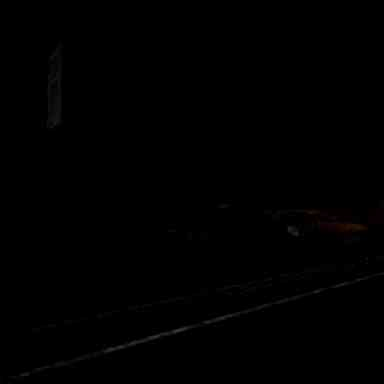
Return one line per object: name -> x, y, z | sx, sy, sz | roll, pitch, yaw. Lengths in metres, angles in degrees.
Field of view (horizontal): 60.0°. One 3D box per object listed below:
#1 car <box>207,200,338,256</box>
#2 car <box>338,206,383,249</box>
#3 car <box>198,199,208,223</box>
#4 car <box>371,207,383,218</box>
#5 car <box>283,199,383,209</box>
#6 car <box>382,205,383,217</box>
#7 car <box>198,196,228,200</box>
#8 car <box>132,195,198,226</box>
car -> 3.002, 1.357, 13.346 | 2.185, 1.767, 4.553 | 1, -1, -36
car -> 5.470, 1.544, 15.109 | 2.097, 1.535, 5.008 | 1, -1, -36
car -> -0.283, 1.581, 26.081 | 2.231, 1.521, 4.892 | 1, -1, -36
car -> 27.904, 2.913, 46.374 | 2.002, 1.452, 4.674 | 4, -2, -36
car -> 7.819, 1.352, 16.847 | 2.435, 2.045, 5.566 | 2, -1, -36
car -> 30.454, 2.905, 48.266 | 2.185, 1.767, 4.553 | 3, -2, -35
car -> 1.993, 1.389, 27.709 | 2.435, 2.045, 5.566 | 1, -1, -36
car -> -2.424, 1.274, 24.497 | 2.435, 2.045, 5.566 | 1, -1, -36
